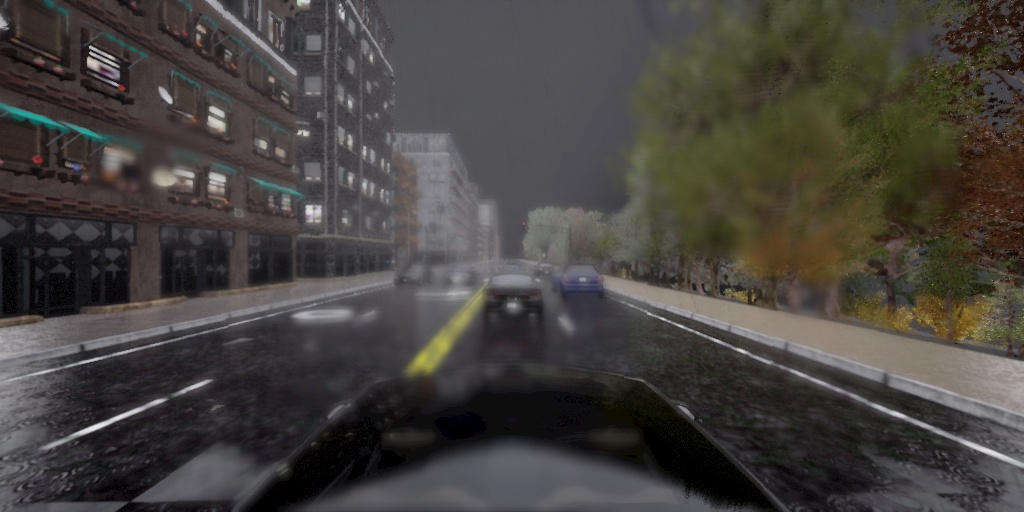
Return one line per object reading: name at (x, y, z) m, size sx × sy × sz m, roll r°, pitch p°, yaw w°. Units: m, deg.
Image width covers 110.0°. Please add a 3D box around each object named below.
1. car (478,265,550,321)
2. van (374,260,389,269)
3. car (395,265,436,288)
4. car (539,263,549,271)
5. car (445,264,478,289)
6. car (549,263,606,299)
car at (0.067, 1.272, 12.625) m, size 1.882 × 1.535 × 5.008 m, roll 0°, pitch 0°, yaw 0°
van at (-22.675, 1.613, 60.192) m, size 3.998 × 1.789 × 1.690 m, roll 0°, pitch 0°, yaw -1°
car at (-6.582, 1.354, 24.909) m, size 1.837 × 1.490 × 4.892 m, roll 0°, pitch -1°, yaw 0°
car at (3.364, 1.418, 34.895) m, size 1.812 × 1.442 × 4.674 m, roll 0°, pitch 0°, yaw 0°
car at (-3.333, 1.338, 24.529) m, size 2.128 × 1.511 × 4.902 m, roll 0°, pitch 0°, yaw 0°
car at (3.348, 1.171, 18.638) m, size 2.097 × 1.767 × 4.553 m, roll 0°, pitch 0°, yaw 0°
